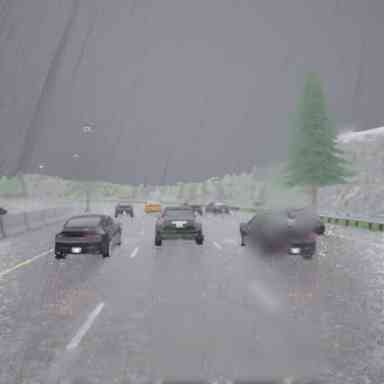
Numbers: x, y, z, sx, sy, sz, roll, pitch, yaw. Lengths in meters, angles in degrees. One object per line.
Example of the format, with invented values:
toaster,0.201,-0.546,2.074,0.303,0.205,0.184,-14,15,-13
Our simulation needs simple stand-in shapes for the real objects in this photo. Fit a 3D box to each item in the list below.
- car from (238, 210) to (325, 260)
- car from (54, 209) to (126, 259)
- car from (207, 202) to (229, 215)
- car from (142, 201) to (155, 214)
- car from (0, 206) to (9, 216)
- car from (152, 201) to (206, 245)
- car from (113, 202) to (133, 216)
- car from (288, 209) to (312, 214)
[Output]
car,3.090,1.598,12.892,1.837,1.490,4.892,0,0,-4
car,-3.959,1.647,13.275,1.837,1.490,4.892,0,0,-5
car,2.860,1.838,38.498,1.812,1.442,4.674,0,0,-14
car,-5.007,1.865,41.224,1.882,1.535,5.008,0,0,-15
car,-16.590,1.836,27.092,2.128,1.511,4.902,0,-1,-10
car,-0.743,1.500,16.627,2.097,1.767,4.553,0,-1,-5
car,-7.519,1.871,36.603,1.837,1.490,4.892,1,0,-13
car,6.025,1.693,19.514,1.994,1.385,4.181,0,0,-6
